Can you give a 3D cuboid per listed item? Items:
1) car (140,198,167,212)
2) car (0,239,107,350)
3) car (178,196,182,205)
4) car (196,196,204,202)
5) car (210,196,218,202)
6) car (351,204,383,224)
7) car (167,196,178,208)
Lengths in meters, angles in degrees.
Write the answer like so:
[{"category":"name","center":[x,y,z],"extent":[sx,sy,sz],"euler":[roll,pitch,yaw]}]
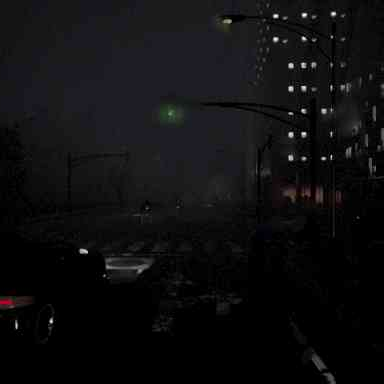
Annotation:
[{"category":"car","center":[-4.616,1.490,38.148],"extent":[2.128,1.511,4.902],"euler":[0,0,5]},{"category":"car","center":[-3.024,1.564,6.241],"extent":[1.994,1.385,4.181],"euler":[0,0,1]},{"category":"car","center":[-2.971,1.483,58.802],"extent":[1.882,1.535,5.008],"euler":[0,0,5]},{"category":"car","center":[1.933,1.616,78.616],"extent":[1.895,1.301,4.718],"euler":[0,0,5]},{"category":"car","center":[5.199,1.562,78.691],"extent":[2.033,1.411,5.357],"euler":[0,0,5]},{"category":"car","center":[13.743,1.450,23.062],"extent":[4.718,1.301,1.895],"euler":[0,0,2]},{"category":"car","center":[-3.811,1.548,48.364],"extent":[2.033,1.411,5.357],"euler":[0,0,4]}]
